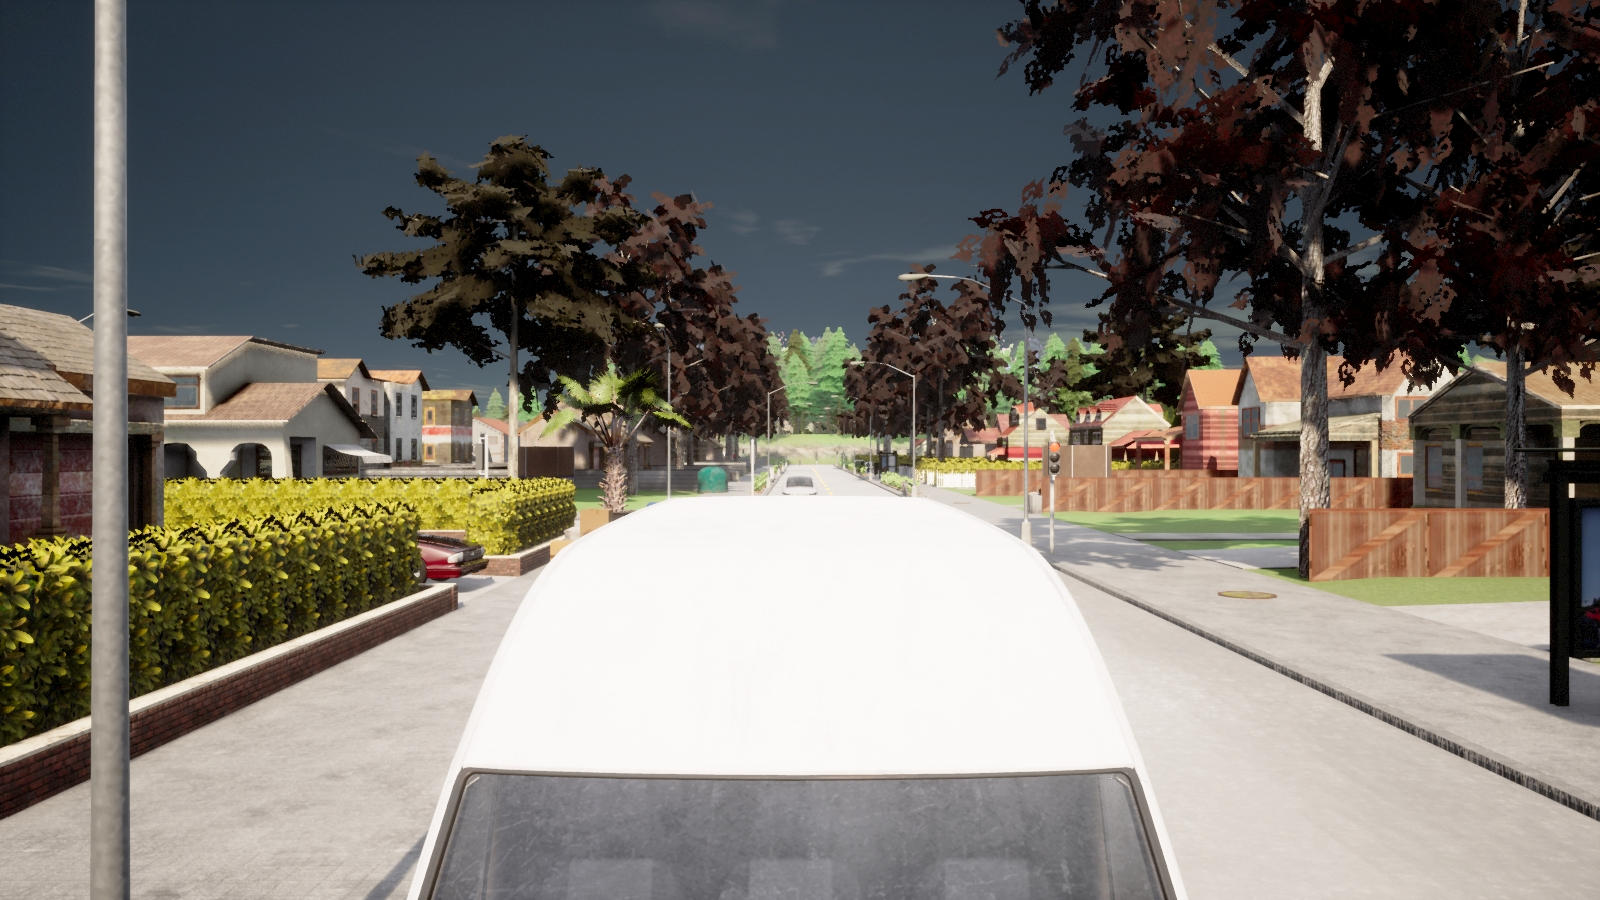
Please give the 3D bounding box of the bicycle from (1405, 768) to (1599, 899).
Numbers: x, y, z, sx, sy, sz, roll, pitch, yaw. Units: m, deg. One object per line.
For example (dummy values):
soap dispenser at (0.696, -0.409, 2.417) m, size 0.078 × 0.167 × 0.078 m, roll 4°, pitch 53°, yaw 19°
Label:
bicycle at (2.687, 2.062, 3.843) m, size 0.329 × 1.471 × 1.835 m, roll 0°, pitch 0°, yaw 0°

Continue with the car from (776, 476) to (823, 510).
car at (-0.011, 2.084, 56.376) m, size 2.231 × 1.480 × 4.892 m, roll 0°, pitch 0°, yaw 0°

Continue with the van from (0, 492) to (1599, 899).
van at (0.002, 1.537, 4.030) m, size 1.988 × 2.561 × 5.915 m, roll 0°, pitch 0°, yaw 0°
